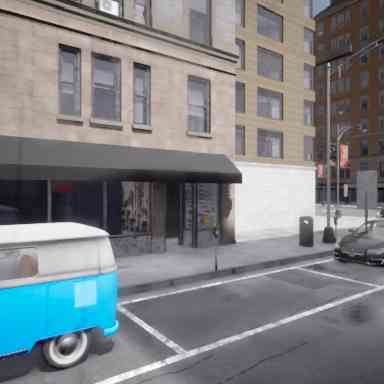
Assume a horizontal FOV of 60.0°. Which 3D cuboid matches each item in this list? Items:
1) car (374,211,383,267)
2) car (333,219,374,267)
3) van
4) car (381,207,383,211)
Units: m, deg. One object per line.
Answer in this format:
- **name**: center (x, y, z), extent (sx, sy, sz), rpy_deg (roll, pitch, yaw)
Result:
- **car**: center (6.435, 1.351, 7.626), extent (4.553, 1.767, 2.097), rpy_deg (0, 0, -35)
- **car**: center (6.300, 1.550, 10.674), extent (4.403, 1.369, 2.008), rpy_deg (0, 0, -35)
- **van**: center (-2.923, 1.341, 4.105), extent (3.998, 1.788, 1.690), rpy_deg (0, 0, -35)
- **car**: center (17.170, 1.514, 26.030), extent (1.994, 1.385, 4.181), rpy_deg (0, 0, -32)
